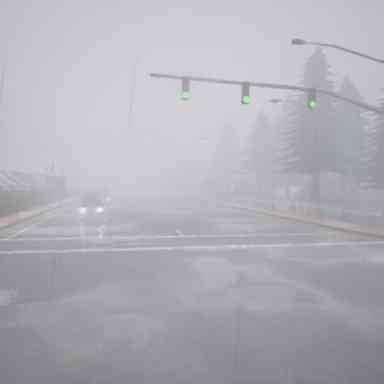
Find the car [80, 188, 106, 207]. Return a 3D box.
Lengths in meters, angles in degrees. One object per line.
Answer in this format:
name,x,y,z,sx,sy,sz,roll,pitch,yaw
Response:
car,-9.678,0.615,32.342,1.837,1.490,4.892,0,1,-12

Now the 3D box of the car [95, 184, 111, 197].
car,-14.430,-0.251,54.055,2.150,2.045,5.566,0,2,-12
